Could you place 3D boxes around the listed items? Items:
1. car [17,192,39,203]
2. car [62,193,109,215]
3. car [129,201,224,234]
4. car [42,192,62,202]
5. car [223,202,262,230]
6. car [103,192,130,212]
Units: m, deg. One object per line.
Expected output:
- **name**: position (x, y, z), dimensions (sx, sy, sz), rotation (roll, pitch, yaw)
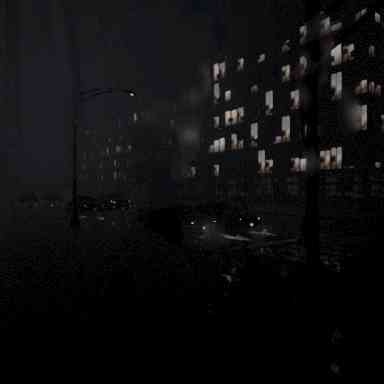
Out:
- **car**: position (-21.984, 0.681, 44.546), dimensions (1.994, 1.385, 4.181), rotation (0, 1, -38)
- **car**: position (-9.010, 1.029, 27.853), dimensions (1.812, 1.442, 4.674), rotation (0, 1, -38)
- **car**: position (-1.004, 1.287, 17.685), dimensions (2.033, 1.411, 5.357), rotation (0, 1, -38)
- **car**: position (-19.566, 0.719, 46.734), dimensions (1.895, 1.301, 4.718), rotation (0, 1, -38)
- **car**: position (1.603, 1.283, 19.683), dimensions (2.033, 1.411, 5.357), rotation (0, 1, -36)
- **car**: position (-7.460, 0.820, 31.142), dimensions (2.097, 1.767, 4.553), rotation (0, 1, -38)
